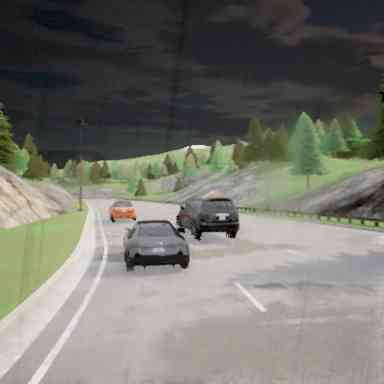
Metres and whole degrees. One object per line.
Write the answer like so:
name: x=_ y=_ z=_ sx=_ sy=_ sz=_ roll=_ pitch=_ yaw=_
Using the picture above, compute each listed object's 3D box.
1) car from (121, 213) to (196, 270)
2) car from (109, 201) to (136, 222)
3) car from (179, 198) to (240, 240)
car: x=-1.330 y=1.648 z=11.479 sx=1.994 sy=1.385 sz=4.181 roll=0 pitch=0 yaw=-11
car: x=-6.163 y=1.588 z=29.292 sx=2.097 sy=1.767 sz=4.553 roll=0 pitch=0 yaw=-16
car: x=0.718 y=1.329 z=18.065 sx=2.150 sy=2.045 sz=5.566 roll=0 pitch=0 yaw=-15
